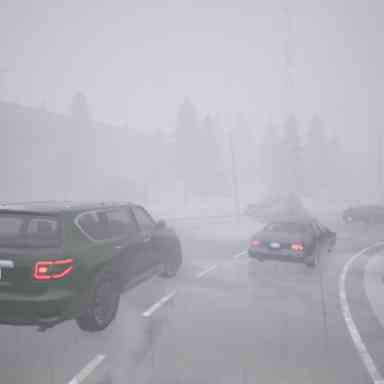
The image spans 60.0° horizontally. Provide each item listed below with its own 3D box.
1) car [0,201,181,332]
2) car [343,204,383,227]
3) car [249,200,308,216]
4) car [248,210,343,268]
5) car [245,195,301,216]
[{"bbox_3d":[-1.968,1.193,7.094,2.150,2.045,5.566,0,0,16],"label":"car"},{"bbox_3d":[12.920,1.621,23.776,4.892,1.490,1.837,1,0,-27],"label":"car"},{"bbox_3d":[6.766,1.573,24.525,4.674,1.442,1.812,1,0,-33],"label":"car"},{"bbox_3d":[3.683,1.575,11.601,2.033,1.411,5.357,1,0,32],"label":"car"},{"bbox_3d":[7.219,1.268,28.946,5.566,2.045,2.150,1,0,-29],"label":"car"}]
